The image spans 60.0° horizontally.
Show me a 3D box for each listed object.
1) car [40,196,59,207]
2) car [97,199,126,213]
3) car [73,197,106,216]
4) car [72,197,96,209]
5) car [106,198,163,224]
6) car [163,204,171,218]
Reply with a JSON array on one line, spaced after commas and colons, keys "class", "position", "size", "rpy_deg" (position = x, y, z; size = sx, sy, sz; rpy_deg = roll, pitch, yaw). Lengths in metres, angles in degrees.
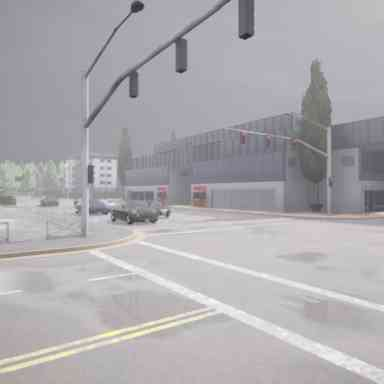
[{"class": "car", "position": [-21.432, 1.349, 50.006], "size": [2.097, 1.767, 4.553], "rpy_deg": [0, 0, -33]}, {"class": "car", "position": [-9.280, 1.522, 38.108], "size": [1.812, 1.442, 4.674], "rpy_deg": [0, 0, -34]}, {"class": "car", "position": [-9.779, 1.349, 32.559], "size": [2.097, 1.767, 4.553], "rpy_deg": [0, 0, -34]}, {"class": "car", "position": [-15.389, 1.474, 47.225], "size": [1.882, 1.535, 5.008], "rpy_deg": [0, 0, -34]}, {"class": "car", "position": [-4.334, 1.349, 24.575], "size": [2.097, 1.767, 4.553], "rpy_deg": [0, 0, -35]}, {"class": "car", "position": [-3.700, 1.488, 29.833], "size": [2.128, 1.511, 4.902], "rpy_deg": [0, 0, -34]}]
